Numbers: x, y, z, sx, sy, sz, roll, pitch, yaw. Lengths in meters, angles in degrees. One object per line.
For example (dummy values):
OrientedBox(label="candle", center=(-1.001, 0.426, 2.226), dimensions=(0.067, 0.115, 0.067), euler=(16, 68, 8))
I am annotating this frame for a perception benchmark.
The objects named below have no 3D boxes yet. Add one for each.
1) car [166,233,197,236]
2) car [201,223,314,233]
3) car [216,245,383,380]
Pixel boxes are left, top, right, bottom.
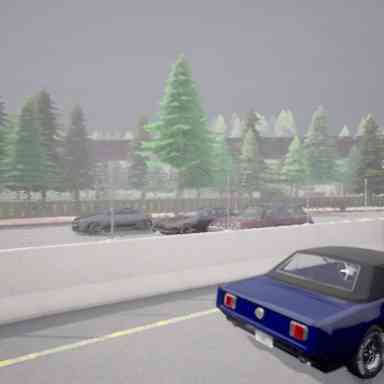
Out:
OrientedBox(label="car", center=(0.749, 1.447, 16.596), dimensions=(5.357, 1.411, 2.033), euler=(0, 0, -29))
OrientedBox(label="car", center=(2.842, 1.266, 13.685), dimensions=(4.553, 1.767, 2.097), euler=(0, 0, -28))
OrientedBox(label="car", center=(2.798, 1.564, 5.390), dimensions=(4.718, 1.301, 1.895), euler=(0, 0, -32))
